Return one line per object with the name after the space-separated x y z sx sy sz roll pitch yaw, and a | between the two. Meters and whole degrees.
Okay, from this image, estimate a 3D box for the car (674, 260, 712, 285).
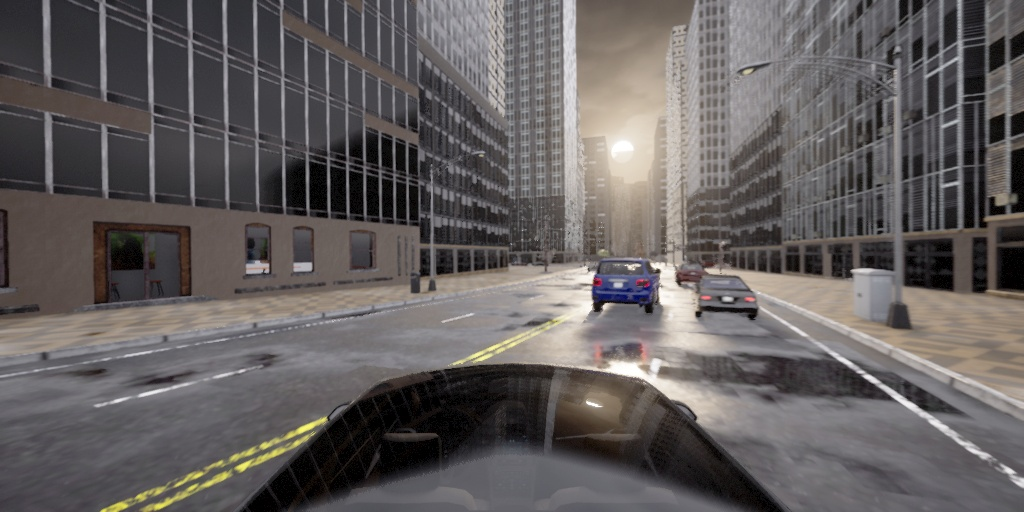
14.016 1.322 28.274 2.097 1.767 4.553 0 -1 21 | car

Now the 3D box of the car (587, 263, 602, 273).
12.899 1.807 55.939 1.994 1.385 4.181 0 -1 18 | car

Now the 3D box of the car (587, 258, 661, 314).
4.775 1.094 14.742 2.150 2.045 5.566 0 0 25 | car

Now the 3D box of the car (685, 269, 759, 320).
7.710 1.397 13.342 2.033 1.411 5.357 0 -1 25 | car
